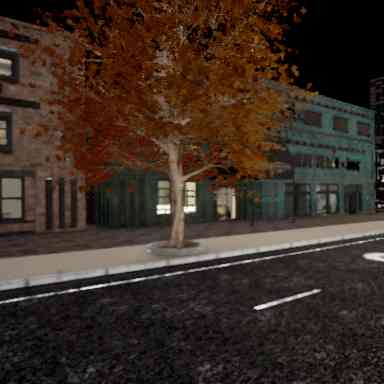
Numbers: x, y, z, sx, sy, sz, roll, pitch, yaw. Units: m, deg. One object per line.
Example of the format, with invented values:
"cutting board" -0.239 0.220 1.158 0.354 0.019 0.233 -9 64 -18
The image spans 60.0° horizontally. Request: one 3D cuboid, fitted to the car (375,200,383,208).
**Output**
"car" 31.695 2.016 58.015 2.008 1.369 4.403 -1 0 -36
